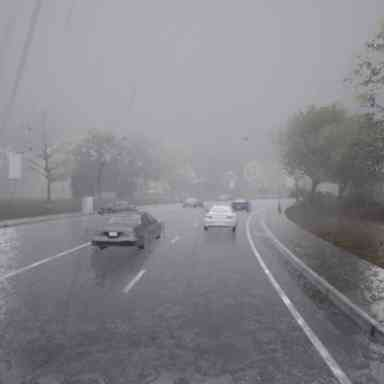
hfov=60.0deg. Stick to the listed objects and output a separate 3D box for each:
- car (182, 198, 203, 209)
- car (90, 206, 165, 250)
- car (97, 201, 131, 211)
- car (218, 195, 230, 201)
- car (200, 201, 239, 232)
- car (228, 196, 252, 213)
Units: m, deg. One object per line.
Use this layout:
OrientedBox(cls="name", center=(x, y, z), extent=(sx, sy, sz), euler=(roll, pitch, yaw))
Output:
OrientedBox(cls="car", center=(0.171, 1.520, 44.640), extent=(1.812, 1.442, 4.674), euler=(0, 0, 19))
OrientedBox(cls="car", center=(-2.530, 1.540, 14.283), extent=(2.033, 1.411, 5.357), euler=(0, 0, 6))
OrientedBox(cls="car", center=(-7.057, 1.570, 31.255), extent=(1.895, 1.301, 4.718), euler=(0, 0, 13))
OrientedBox(cls="car", center=(7.030, 1.410, 70.057), extent=(1.837, 1.490, 4.892), euler=(0, 0, 28))
OrientedBox(cls="car", center=(1.811, 1.534, 20.412), extent=(1.812, 1.442, 4.674), euler=(0, 0, 8))
OrientedBox(cls="car", center=(5.704, 1.502, 38.113), extent=(1.882, 1.535, 5.008), euler=(0, 0, 16))
